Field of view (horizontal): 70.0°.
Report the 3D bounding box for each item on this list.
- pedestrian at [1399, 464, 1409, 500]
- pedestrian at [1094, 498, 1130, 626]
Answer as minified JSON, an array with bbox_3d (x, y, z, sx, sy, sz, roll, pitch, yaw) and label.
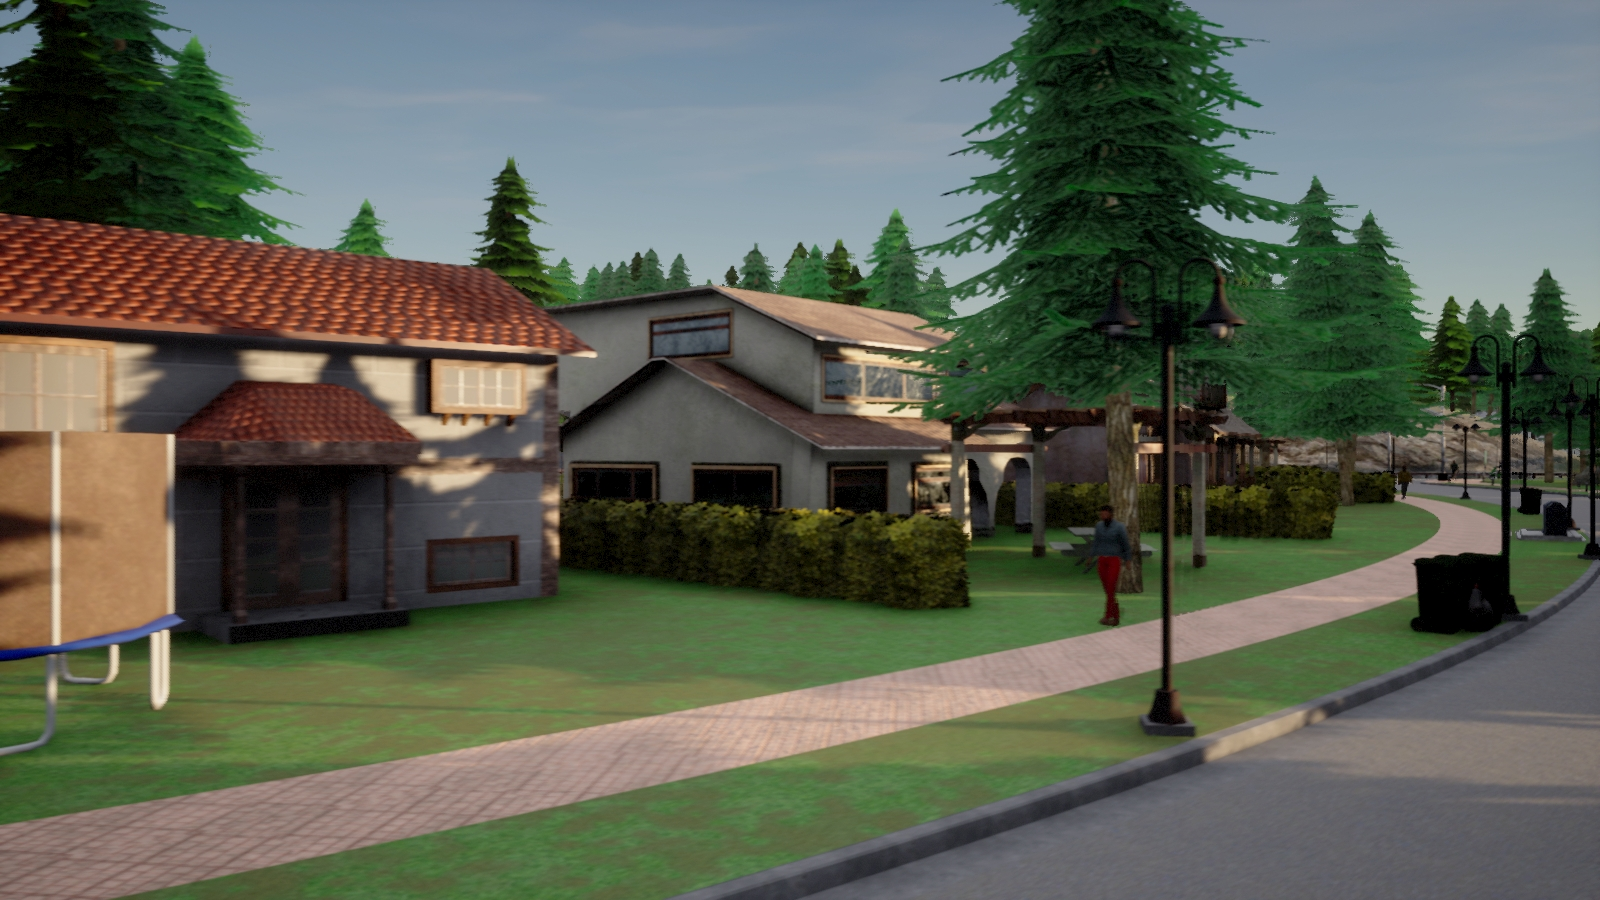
[{"bbox_3d":[31.366,1.666,59.333,0.375,1.860,0.375,0,0,16],"label":"pedestrian"},{"bbox_3d":[4.663,1.664,17.060,0.375,1.860,0.375,0,0,-45],"label":"pedestrian"}]
